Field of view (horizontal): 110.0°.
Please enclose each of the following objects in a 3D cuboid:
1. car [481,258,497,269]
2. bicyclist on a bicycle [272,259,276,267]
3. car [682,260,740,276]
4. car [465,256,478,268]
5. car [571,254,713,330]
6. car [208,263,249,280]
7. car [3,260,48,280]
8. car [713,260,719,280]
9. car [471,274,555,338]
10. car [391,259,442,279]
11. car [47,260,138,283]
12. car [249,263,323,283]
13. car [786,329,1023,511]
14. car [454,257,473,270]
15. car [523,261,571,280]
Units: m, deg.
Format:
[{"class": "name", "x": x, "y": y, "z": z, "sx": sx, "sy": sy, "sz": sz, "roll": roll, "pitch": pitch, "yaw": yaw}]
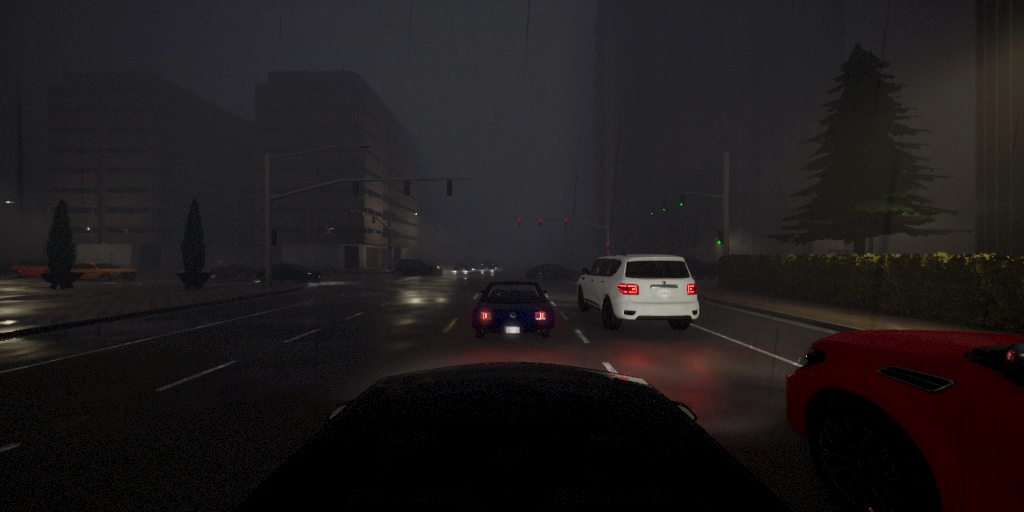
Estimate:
[{"class": "car", "x": -3.666, "y": 1.255, "z": 55.456, "sx": 1.837, "sy": 1.490, "sz": 4.892, "roll": 0, "pitch": 0, "yaw": 0}, {"class": "bicyclist on a bicycle", "x": -28.690, "y": 1.051, "z": 42.820, "sx": 0.582, "sy": 1.620, "sz": 1.656, "roll": 0, "pitch": 0, "yaw": 0}, {"class": "car", "x": 20.828, "y": 1.228, "z": 37.607, "sx": 5.008, "sy": 1.535, "sz": 1.882, "roll": 0, "pitch": 0, "yaw": 1}, {"class": "car", "x": -7.156, "y": 0.971, "z": 61.241, "sx": 2.150, "sy": 2.045, "sz": 5.566, "roll": 0, "pitch": 0, "yaw": 0}, {"class": "car", "x": 3.576, "y": 0.971, "z": 11.278, "sx": 2.150, "sy": 2.045, "sz": 5.566, "roll": 0, "pitch": 0, "yaw": -2}, {"class": "car", "x": -23.509, "y": 1.314, "z": 30.793, "sx": 4.181, "sy": 1.385, "sz": 1.994, "roll": 0, "pitch": 0, "yaw": 1}, {"class": "car", "x": -39.952, "y": 1.102, "z": 30.939, "sx": 4.553, "sy": 1.767, "sz": 2.097, "roll": 0, "pitch": 0, "yaw": 1}, {"class": "car", "x": 14.630, "y": 0.971, "z": 30.461, "sx": 5.566, "sy": 2.045, "sz": 2.150, "roll": 0, "pitch": 0, "yaw": 0}, {"class": "car", "x": 0.046, "y": 1.351, "z": 10.150, "sx": 1.895, "sy": 1.301, "sz": 4.718, "roll": 0, "pitch": 0, "yaw": 0}, {"class": "car", "x": -8.757, "y": 1.102, "z": 33.023, "sx": 4.553, "sy": 1.767, "sz": 2.097, "roll": 0, "pitch": 0, "yaw": -22}, {"class": "car", "x": -31.591, "y": 1.228, "z": 27.362, "sx": 5.008, "sy": 1.535, "sz": 1.882, "roll": 0, "pitch": 0, "yaw": 1}, {"class": "car", "x": -16.720, "y": 1.275, "z": 26.995, "sx": 4.674, "sy": 1.442, "sz": 1.812, "roll": 0, "pitch": 0, "yaw": 5}, {"class": "car", "x": 3.601, "y": 0.971, "z": 0.917, "sx": 2.150, "sy": 2.045, "sz": 5.566, "roll": 0, "pitch": 0, "yaw": 0}, {"class": "car", "x": -7.147, "y": 1.276, "z": 51.544, "sx": 1.812, "sy": 1.442, "sz": 4.674, "roll": 0, "pitch": 0, "yaw": 0}, {"class": "car", "x": 3.279, "y": 1.276, "z": 27.059, "sx": 4.674, "sy": 1.442, "sz": 1.812, "roll": 0, "pitch": 0, "yaw": 0}]
